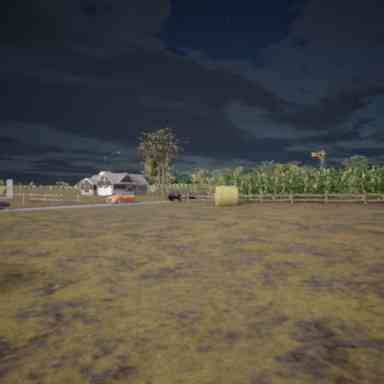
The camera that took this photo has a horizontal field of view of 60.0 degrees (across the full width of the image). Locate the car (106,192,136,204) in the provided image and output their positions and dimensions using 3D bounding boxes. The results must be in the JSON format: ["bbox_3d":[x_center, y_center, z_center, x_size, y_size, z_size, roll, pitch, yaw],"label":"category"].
[{"bbox_3d":[-10.370,0.833,48.695,2.097,1.767,4.553,-1,0,36],"label":"car"}]

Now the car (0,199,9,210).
[{"bbox_3d":[-21.146,1.199,33.694,1.812,1.442,4.674,-1,0,36],"label":"car"}]

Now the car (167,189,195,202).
[{"bbox_3d":[-1.742,0.531,55.767,2.150,2.045,5.566,-1,0,37],"label":"car"}]

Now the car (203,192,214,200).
[{"bbox_3d":[4.240,0.740,64.167,2.033,1.411,5.357,-1,0,36],"label":"car"}]
